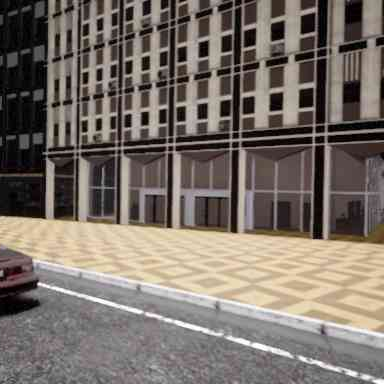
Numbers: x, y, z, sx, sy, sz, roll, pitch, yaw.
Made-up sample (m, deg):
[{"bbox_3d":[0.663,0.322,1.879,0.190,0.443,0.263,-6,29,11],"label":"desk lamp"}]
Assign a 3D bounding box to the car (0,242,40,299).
[{"bbox_3d":[-5.631,1.534,7.427,5.357,1.411,2.033,0,0,34],"label":"car"}]
